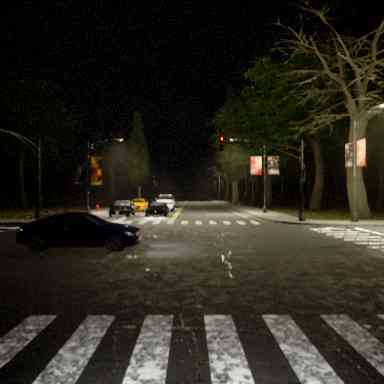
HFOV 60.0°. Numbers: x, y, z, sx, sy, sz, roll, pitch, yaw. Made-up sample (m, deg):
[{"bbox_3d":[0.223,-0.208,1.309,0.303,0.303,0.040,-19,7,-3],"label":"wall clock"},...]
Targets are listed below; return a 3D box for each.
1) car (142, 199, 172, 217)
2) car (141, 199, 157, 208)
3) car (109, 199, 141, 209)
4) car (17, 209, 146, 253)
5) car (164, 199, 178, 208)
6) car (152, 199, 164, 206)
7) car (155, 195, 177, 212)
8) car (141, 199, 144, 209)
[{"bbox_3d":[-3.325,1.650,32.422,1.994,1.385,4.181,0,0,1],"label":"car"},{"bbox_3d":[-6.582,1.767,51.325,1.994,1.385,4.181,0,-1,-1],"label":"car"},{"bbox_3d":[-6.584,1.576,31.779,2.128,1.511,4.902,0,0,0],"label":"car"},{"bbox_3d":[-4.387,1.538,13.148,4.674,1.442,1.812,0,0,0],"label":"car"},{"bbox_3d":[-3.327,1.815,52.446,1.895,1.301,4.718,0,-1,0],"label":"car"},{"bbox_3d":[-6.518,1.928,63.979,1.895,1.301,4.718,0,-1,1],"label":"car"},{"bbox_3d":[-3.330,1.353,41.780,2.150,2.045,5.566,0,0,0],"label":"car"},{"bbox_3d":[-6.580,1.606,41.279,1.882,1.535,5.008,0,0,0],"label":"car"}]
